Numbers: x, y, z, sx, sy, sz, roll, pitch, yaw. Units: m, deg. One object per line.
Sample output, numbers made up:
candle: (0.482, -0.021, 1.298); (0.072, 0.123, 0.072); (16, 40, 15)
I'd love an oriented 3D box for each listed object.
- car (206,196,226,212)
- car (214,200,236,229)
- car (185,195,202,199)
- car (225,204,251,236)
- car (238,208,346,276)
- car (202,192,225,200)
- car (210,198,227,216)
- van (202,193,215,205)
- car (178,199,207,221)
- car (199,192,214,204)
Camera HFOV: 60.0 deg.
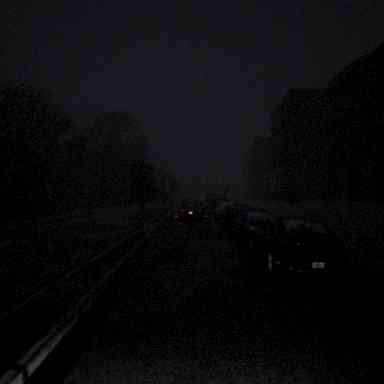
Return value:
car: (2.806, 1.457, 32.533); (2.163, 1.488, 4.792); (0, 0, 0)
car: (2.892, 1.484, 21.439); (2.163, 1.488, 4.792); (0, 0, 0)
car: (-0.224, 1.405, 42.896); (2.128, 1.511, 4.902); (0, 0, 0)
car: (2.936, 1.504, 15.862); (2.002, 1.452, 4.674); (0, 0, 0)
car: (2.979, 1.472, 10.311); (2.231, 1.521, 4.892); (0, 0, 0)
car: (2.764, 1.158, 38.077); (2.435, 2.045, 5.566); (0, 0, 0)
car: (2.851, 1.482, 26.954); (2.002, 1.452, 4.674); (0, 0, 0)
van: (2.634, 1.111, 54.804); (1.878, 1.987, 4.442); (0, 0, 0)
car: (-0.100, 1.528, 26.866); (1.994, 1.385, 4.181); (0, 0, 0)
car: (2.590, 1.056, 60.262); (2.435, 2.045, 5.566); (0, 0, 0)
